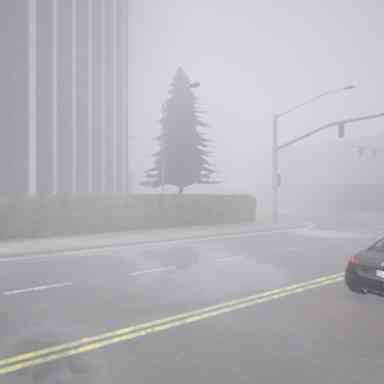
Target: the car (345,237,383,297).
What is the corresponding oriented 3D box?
[{"bbox_3d":[5.355,1.563,7.566,4.181,1.385,1.994,0,0,-35],"label":"car"}]
